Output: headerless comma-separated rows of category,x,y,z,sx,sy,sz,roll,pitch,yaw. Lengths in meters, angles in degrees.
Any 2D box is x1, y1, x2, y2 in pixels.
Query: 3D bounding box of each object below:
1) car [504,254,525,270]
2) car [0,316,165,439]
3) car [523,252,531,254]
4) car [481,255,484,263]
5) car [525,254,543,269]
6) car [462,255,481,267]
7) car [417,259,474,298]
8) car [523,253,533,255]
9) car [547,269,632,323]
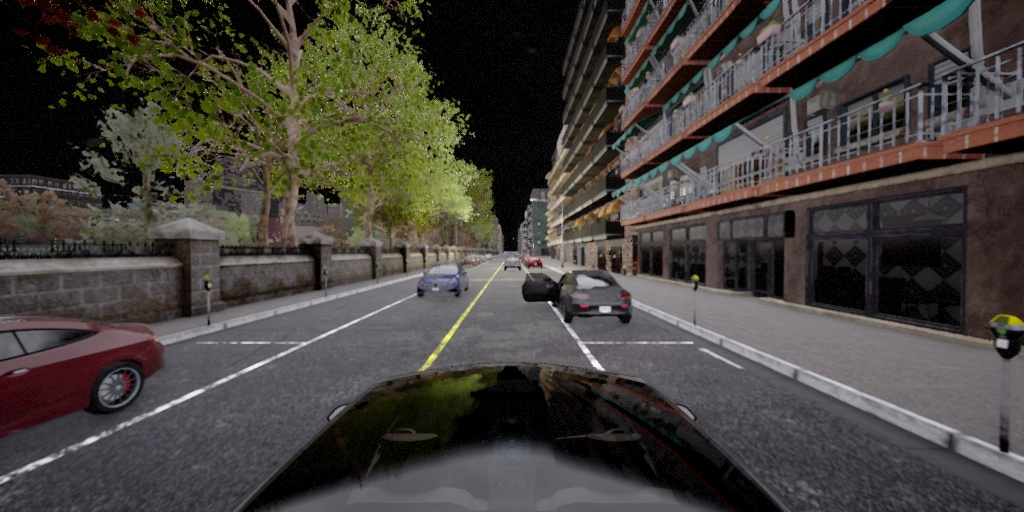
car,0.059,0.800,39.523,2.033,1.411,5.357,0,1,0
car,-5.689,1.310,3.322,1.802,1.307,4.207,0,0,0
car,2.670,0.512,53.993,1.967,1.591,4.097,0,0,0
car,-5.711,0.512,53.988,1.967,1.591,4.097,0,0,0
car,2.675,0.757,42.734,1.888,1.381,4.507,0,0,0
car,-5.709,0.582,48.361,1.967,1.591,4.097,0,0,0
car,-3.106,1.072,16.919,1.812,1.442,4.674,0,1,0
car,2.672,0.687,48.365,1.888,1.381,4.507,0,0,0
car,2.350,1.146,11.337,1.812,1.442,4.674,0,1,0
